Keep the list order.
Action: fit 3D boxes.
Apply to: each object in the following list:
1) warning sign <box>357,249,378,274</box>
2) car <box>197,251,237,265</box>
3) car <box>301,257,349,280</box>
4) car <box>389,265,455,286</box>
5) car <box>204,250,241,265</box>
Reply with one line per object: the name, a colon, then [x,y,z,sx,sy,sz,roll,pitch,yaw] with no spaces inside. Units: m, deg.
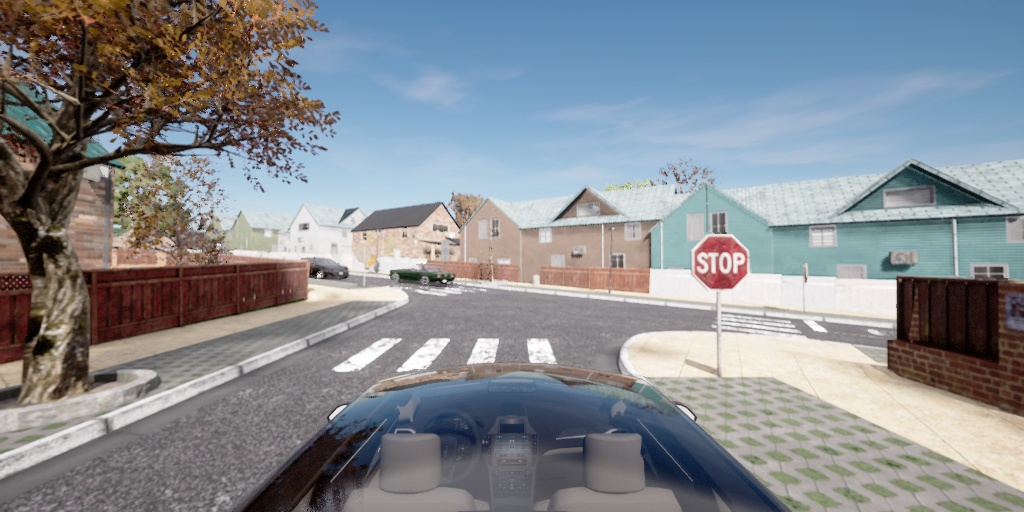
warning sign: [-12.232,0.564,30.989,1.060,1.860,1.300,0,0,32]
car: [-29.692,0.351,35.682,4.181,1.385,1.994,2,-1,32]
car: [-13.671,0.829,25.577,5.008,1.535,1.882,2,0,32]
car: [-6.175,1.251,24.292,4.718,1.301,1.895,2,0,33]
car: [-33.626,0.185,41.564,4.892,1.490,1.837,2,-1,33]
